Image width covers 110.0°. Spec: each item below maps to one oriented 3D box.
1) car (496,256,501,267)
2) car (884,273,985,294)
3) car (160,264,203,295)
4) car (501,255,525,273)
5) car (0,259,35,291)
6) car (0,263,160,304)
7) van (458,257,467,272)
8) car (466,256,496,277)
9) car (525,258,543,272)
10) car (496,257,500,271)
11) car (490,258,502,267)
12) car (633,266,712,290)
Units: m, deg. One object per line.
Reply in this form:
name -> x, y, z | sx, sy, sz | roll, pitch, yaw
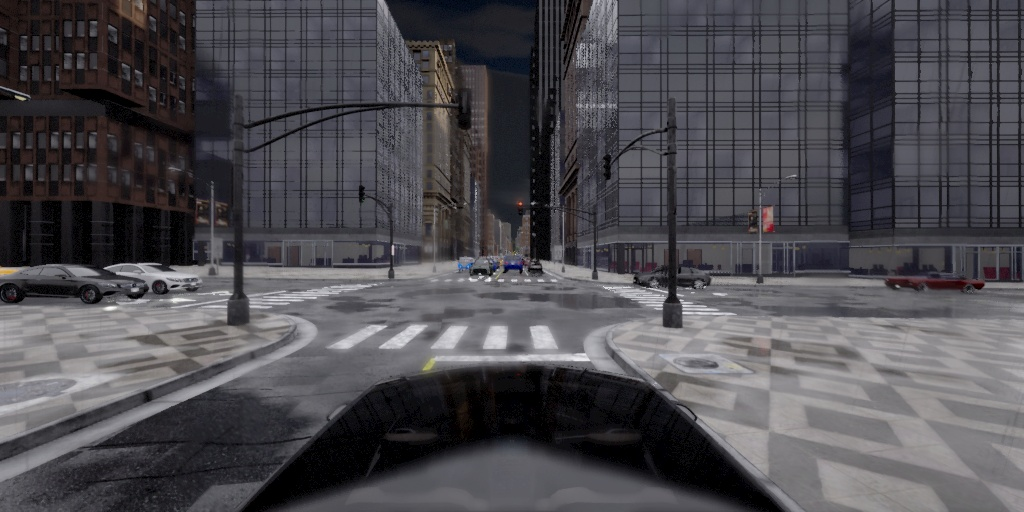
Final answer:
car -> -2.876, 1.208, 54.094 | 1.837, 1.490, 4.892 | 0, 0, 0
car -> 27.947, 1.761, 23.861 | 4.718, 1.301, 1.895 | 1, 0, 1
car -> -17.762, 1.052, 17.377 | 4.674, 1.442, 1.812 | 1, 0, 0
car -> 0.178, 0.943, 42.962 | 2.150, 2.045, 5.566 | 0, 0, 2
car -> -26.907, 0.887, 17.418 | 5.008, 1.535, 1.882 | 1, 0, 1
car -> -17.234, 1.047, 14.121 | 4.674, 1.442, 1.812 | 1, 0, -1
van -> -5.691, 1.058, 44.719 | 1.690, 1.789, 3.998 | 0, 0, 0
car -> -2.966, 1.080, 35.508 | 2.097, 1.767, 4.553 | 0, 0, 0
car -> 2.834, 1.283, 44.673 | 1.948, 1.339, 4.313 | 0, 0, 0
car -> -2.932, 1.195, 44.629 | 1.882, 1.535, 5.008 | 0, 0, 1
car -> -2.792, 1.162, 63.943 | 1.882, 1.535, 5.008 | 0, 0, 1
car -> 10.625, 1.432, 23.946 | 4.892, 1.490, 1.837 | 1, 0, 0
